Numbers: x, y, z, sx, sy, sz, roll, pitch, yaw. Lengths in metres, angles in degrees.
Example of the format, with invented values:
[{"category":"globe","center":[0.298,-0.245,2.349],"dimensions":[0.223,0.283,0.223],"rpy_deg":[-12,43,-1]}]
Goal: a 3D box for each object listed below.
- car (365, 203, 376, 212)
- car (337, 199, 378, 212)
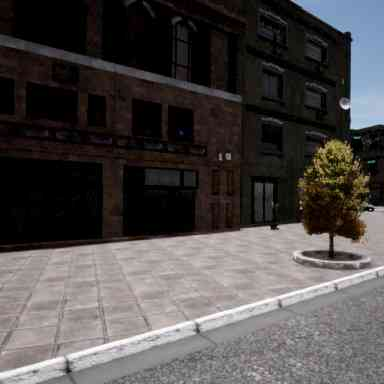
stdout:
[{"category":"car","center":[18.698,1.568,38.129],"dimensions":[1.947,1.339,4.313],"rpy_deg":[1,-1,-17]},{"category":"car","center":[20.346,1.576,41.110],"dimensions":[1.812,1.442,4.674],"rpy_deg":[1,0,-18]}]
